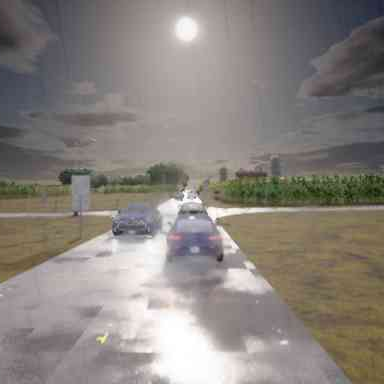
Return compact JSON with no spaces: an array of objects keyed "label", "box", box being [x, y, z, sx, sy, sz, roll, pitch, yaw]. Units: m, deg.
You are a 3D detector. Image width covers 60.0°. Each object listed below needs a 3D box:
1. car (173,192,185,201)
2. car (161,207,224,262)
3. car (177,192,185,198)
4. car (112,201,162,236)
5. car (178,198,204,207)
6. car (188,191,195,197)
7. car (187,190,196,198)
[{"label":"car","box":[-2.869,1.046,70.217,1.837,1.490,4.892,0,1,0]},{"label":"car","box":[0.066,1.495,11.921,1.812,1.442,4.674,0,0,0]},{"label":"car","box":[-2.896,0.801,85.730,1.882,1.535,5.008,0,1,0]},{"label":"car","box":[-2.812,1.305,17.857,2.097,1.767,4.553,0,0,1]},{"label":"car","box":[0.077,1.421,22.047,1.882,1.535,5.008,0,0,1]},{"label":"car","box":[-0.158,0.584,92.925,1.812,1.442,4.674,0,1,0]},{"label":"car","box":[-0.140,0.601,82.534,2.150,2.045,5.566,0,1,0]}]
